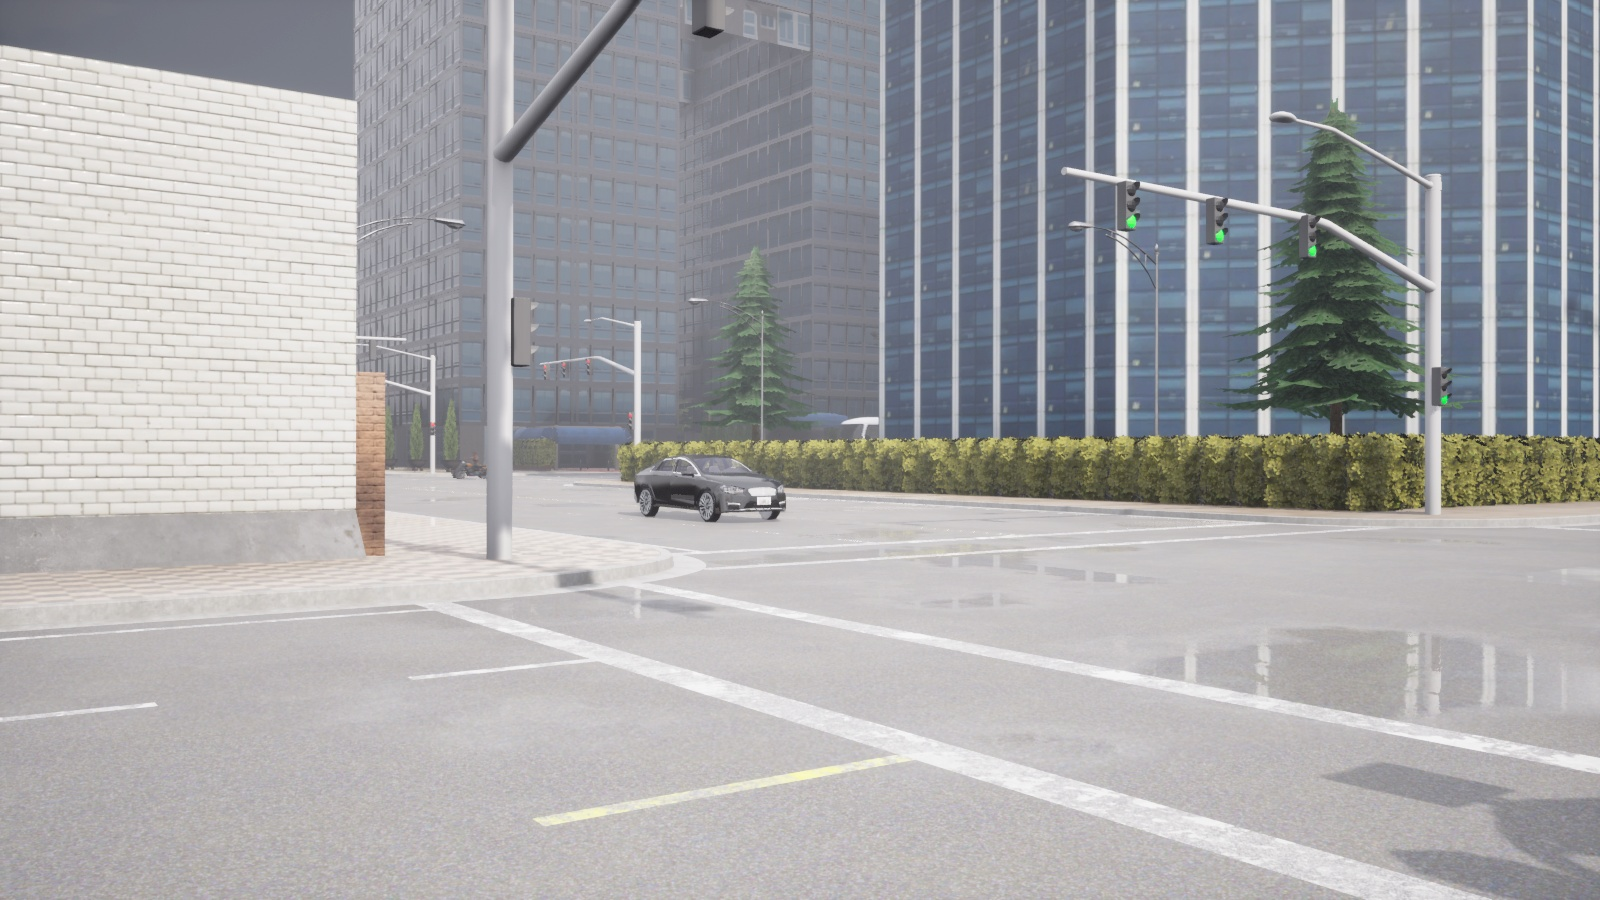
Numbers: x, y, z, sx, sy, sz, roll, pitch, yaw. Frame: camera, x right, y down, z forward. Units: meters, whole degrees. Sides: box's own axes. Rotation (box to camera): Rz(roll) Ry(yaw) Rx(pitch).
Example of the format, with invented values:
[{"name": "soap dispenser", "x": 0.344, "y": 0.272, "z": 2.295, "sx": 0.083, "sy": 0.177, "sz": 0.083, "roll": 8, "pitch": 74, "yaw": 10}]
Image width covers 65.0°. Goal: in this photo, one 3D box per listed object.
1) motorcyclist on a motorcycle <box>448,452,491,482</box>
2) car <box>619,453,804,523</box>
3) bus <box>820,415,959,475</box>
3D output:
[{"name": "motorcyclist on a motorcycle", "x": -18.716, "y": 0.965, "z": 71.216, "sx": 0.766, "sy": 1.649, "sz": 2.350, "roll": 1, "pitch": 1, "yaw": 41}, {"name": "car", "x": -2.194, "y": 0.834, "z": 29.697, "sx": 2.128, "sy": 1.511, "sz": 4.902, "roll": 0, "pitch": 0, "yaw": -35}, {"name": "bus", "x": 6.842, "y": -0.359, "z": 94.628, "sx": 10.273, "sy": 4.253, "sz": 3.944, "roll": 0, "pitch": 0, "yaw": -35}]
